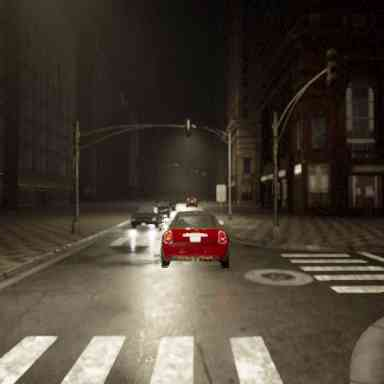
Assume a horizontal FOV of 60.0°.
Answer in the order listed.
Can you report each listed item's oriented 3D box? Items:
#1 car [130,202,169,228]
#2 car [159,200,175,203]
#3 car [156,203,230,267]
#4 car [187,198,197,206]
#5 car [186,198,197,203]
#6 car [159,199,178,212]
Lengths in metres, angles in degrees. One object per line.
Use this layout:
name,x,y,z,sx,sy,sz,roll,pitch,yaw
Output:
car,-3.104,1.713,24.099,2.033,1.411,5.357,0,0,0
car,-3.099,1.719,34.044,2.128,1.511,4.902,0,0,0
car,0.098,1.437,11.834,2.097,1.767,4.553,0,-1,0
car,-0.014,1.869,64.085,1.882,1.535,5.008,0,0,0
car,-0.012,1.941,54.110,1.895,1.301,4.718,0,0,0
car,-3.056,1.779,44.398,2.128,1.511,4.902,0,0,0
